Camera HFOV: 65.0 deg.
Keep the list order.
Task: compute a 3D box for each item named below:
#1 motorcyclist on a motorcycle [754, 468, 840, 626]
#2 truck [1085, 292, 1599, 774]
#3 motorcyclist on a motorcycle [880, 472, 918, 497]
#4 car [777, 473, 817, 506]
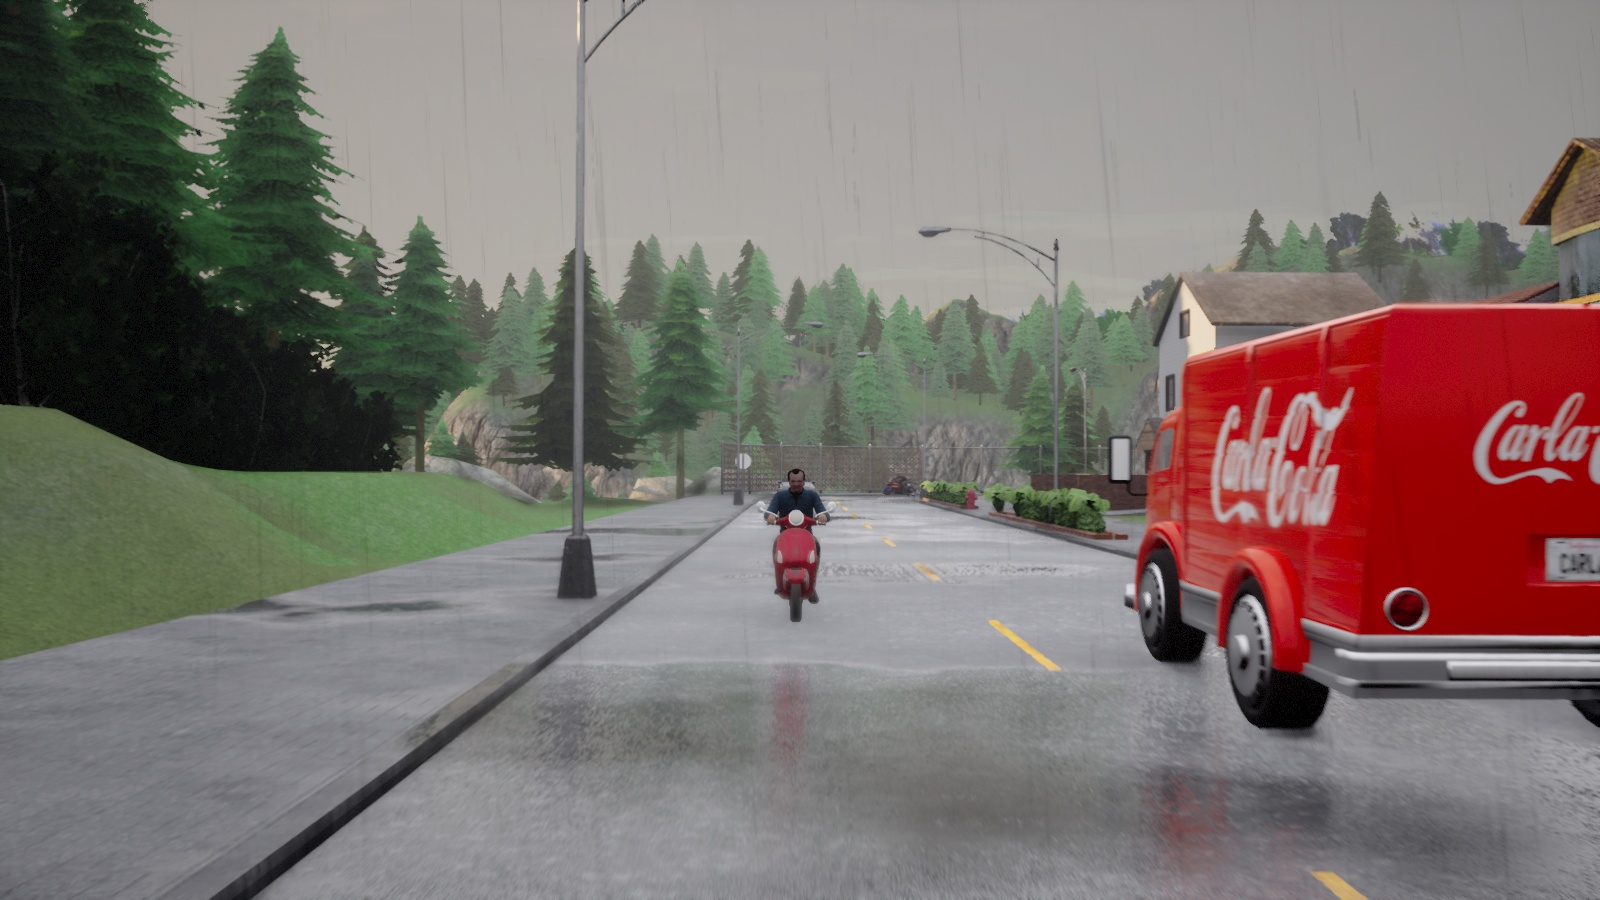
[{"bbox_3d":[-0.033,0.997,13.645,0.866,1.590,1.817,0,-1,0],"label":"motorcyclist on a motorcycle"},{"bbox_3d":[3.976,0.464,9.050,2.627,2.467,5.204,0,-1,0],"label":"truck"},{"bbox_3d":[6.145,2.135,78.170,2.191,1.530,0.866,0,0,-21],"label":"motorcyclist on a motorcycle"},{"bbox_3d":[-0.145,1.805,58.307,1.816,1.474,4.193,0,-1,0],"label":"car"}]
